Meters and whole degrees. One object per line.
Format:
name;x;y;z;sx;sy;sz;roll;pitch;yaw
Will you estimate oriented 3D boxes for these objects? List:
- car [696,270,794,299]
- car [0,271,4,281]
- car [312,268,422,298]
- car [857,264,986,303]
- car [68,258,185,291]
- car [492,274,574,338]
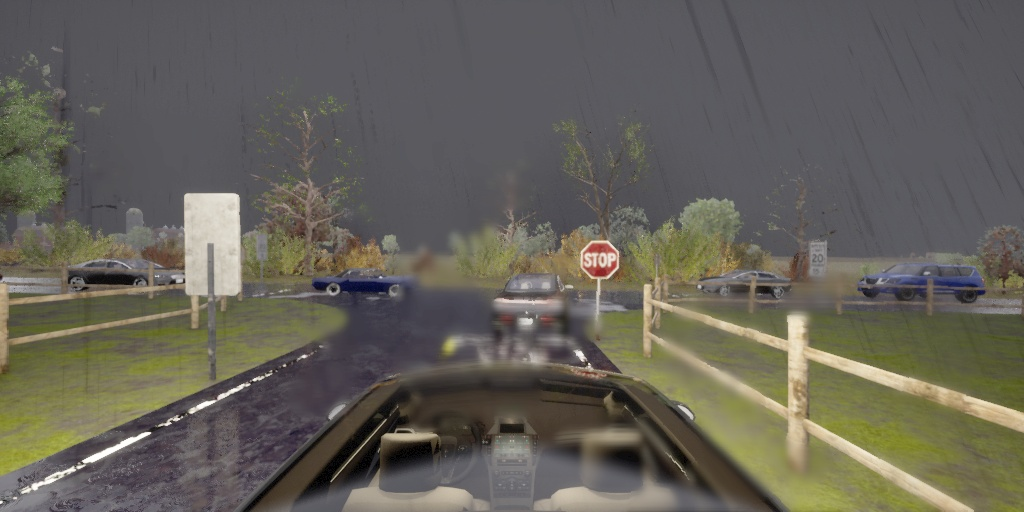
car;13.015;1.522;20.186;4.902;1.511;2.128;1;1;0
car;-27.784;0.715;17.309;4.674;1.442;1.812;1;1;0
car;-6.813;1.246;17.271;4.718;1.301;1.895;1;1;0
car;22.911;1.464;20.169;5.566;2.045;2.150;1;1;0
car;-18.481;0.883;17.296;4.902;1.511;2.128;1;1;0
car;0.711;1.238;10.235;2.128;1.511;4.902;0;0;9
